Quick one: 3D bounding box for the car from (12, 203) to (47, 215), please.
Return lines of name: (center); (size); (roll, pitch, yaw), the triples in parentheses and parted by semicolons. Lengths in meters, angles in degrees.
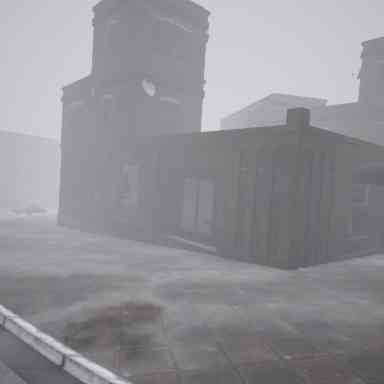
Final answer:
car: (-20.223, 2.105, 41.609); (2.033, 1.411, 5.357); (4, -2, 3)
